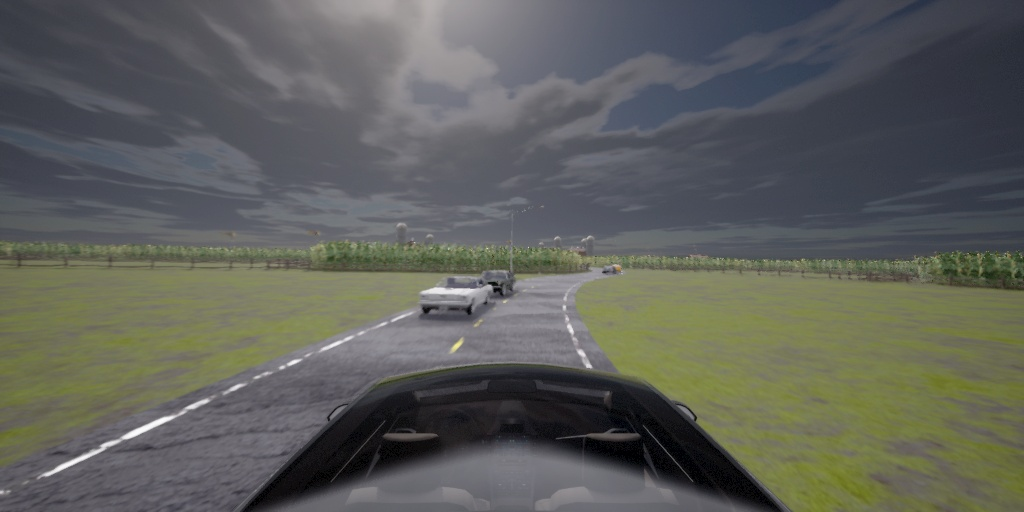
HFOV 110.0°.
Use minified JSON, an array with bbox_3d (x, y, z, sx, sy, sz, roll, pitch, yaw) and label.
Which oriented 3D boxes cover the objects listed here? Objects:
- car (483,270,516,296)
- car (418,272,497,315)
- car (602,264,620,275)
[{"bbox_3d":[-1.014,1.519,20.930,1.895,1.301,4.718,1,-1,10],"label":"car"},{"bbox_3d":[-2.060,1.468,14.286,1.895,1.301,4.718,1,-1,7],"label":"car"},{"bbox_3d":[15.284,2.159,56.242,2.033,1.411,5.357,1,-1,21],"label":"car"}]
